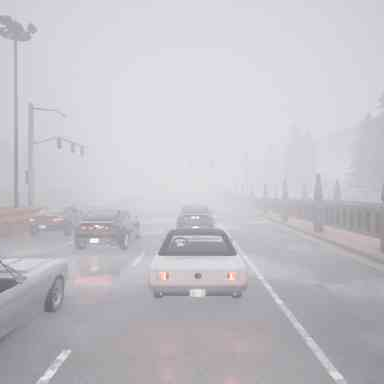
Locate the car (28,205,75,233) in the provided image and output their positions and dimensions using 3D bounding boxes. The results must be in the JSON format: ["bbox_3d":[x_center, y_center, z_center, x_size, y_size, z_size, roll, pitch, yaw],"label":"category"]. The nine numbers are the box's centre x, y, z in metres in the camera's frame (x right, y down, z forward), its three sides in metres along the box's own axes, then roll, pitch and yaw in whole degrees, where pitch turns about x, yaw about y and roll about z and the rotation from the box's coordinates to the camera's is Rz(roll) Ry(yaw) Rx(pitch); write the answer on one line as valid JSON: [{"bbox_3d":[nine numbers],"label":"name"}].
[{"bbox_3d":[-6.858,1.408,17.487,1.812,1.442,4.674,0,0,-1],"label":"car"}]

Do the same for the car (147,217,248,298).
[{"bbox_3d":[0.123,1.550,8.326,1.895,1.301,4.718,0,0,0],"label":"car"}]

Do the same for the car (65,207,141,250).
[{"bbox_3d":[-3.349,1.413,13.861,1.837,1.490,4.892,0,0,0],"label":"car"}]

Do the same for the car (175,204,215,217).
[{"bbox_3d":[0.171,1.386,17.586,1.837,1.490,4.892,0,0,0],"label":"car"}]

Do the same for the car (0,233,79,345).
[{"bbox_3d":[-3.389,1.577,4.634,1.895,1.301,4.718,0,0,0],"label":"car"}]
